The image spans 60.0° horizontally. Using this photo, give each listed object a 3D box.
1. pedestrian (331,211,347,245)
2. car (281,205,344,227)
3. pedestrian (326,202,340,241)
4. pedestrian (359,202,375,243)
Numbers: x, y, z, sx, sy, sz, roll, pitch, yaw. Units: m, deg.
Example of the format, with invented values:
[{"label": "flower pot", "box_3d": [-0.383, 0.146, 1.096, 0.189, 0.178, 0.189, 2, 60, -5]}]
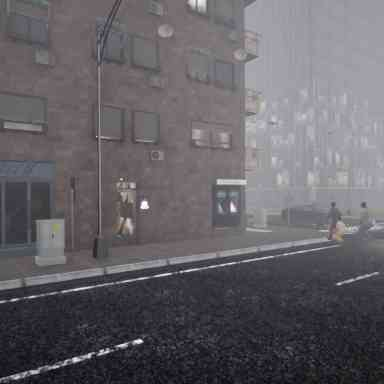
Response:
[{"label": "pedestrian", "box_3d": [6.238, 1.573, 13.963, 0.375, 1.300, 0.375, -1, 0, -35]}, {"label": "car", "box_3d": [9.012, 1.722, 25.312, 2.128, 1.511, 4.902, -1, -1, -33]}, {"label": "pedestrian", "box_3d": [6.373, 1.293, 14.845, 0.375, 1.860, 0.375, -1, 0, -35]}, {"label": "pedestrian", "box_3d": [7.542, 1.295, 14.347, 0.375, 1.860, 0.375, -1, 0, -35]}]
